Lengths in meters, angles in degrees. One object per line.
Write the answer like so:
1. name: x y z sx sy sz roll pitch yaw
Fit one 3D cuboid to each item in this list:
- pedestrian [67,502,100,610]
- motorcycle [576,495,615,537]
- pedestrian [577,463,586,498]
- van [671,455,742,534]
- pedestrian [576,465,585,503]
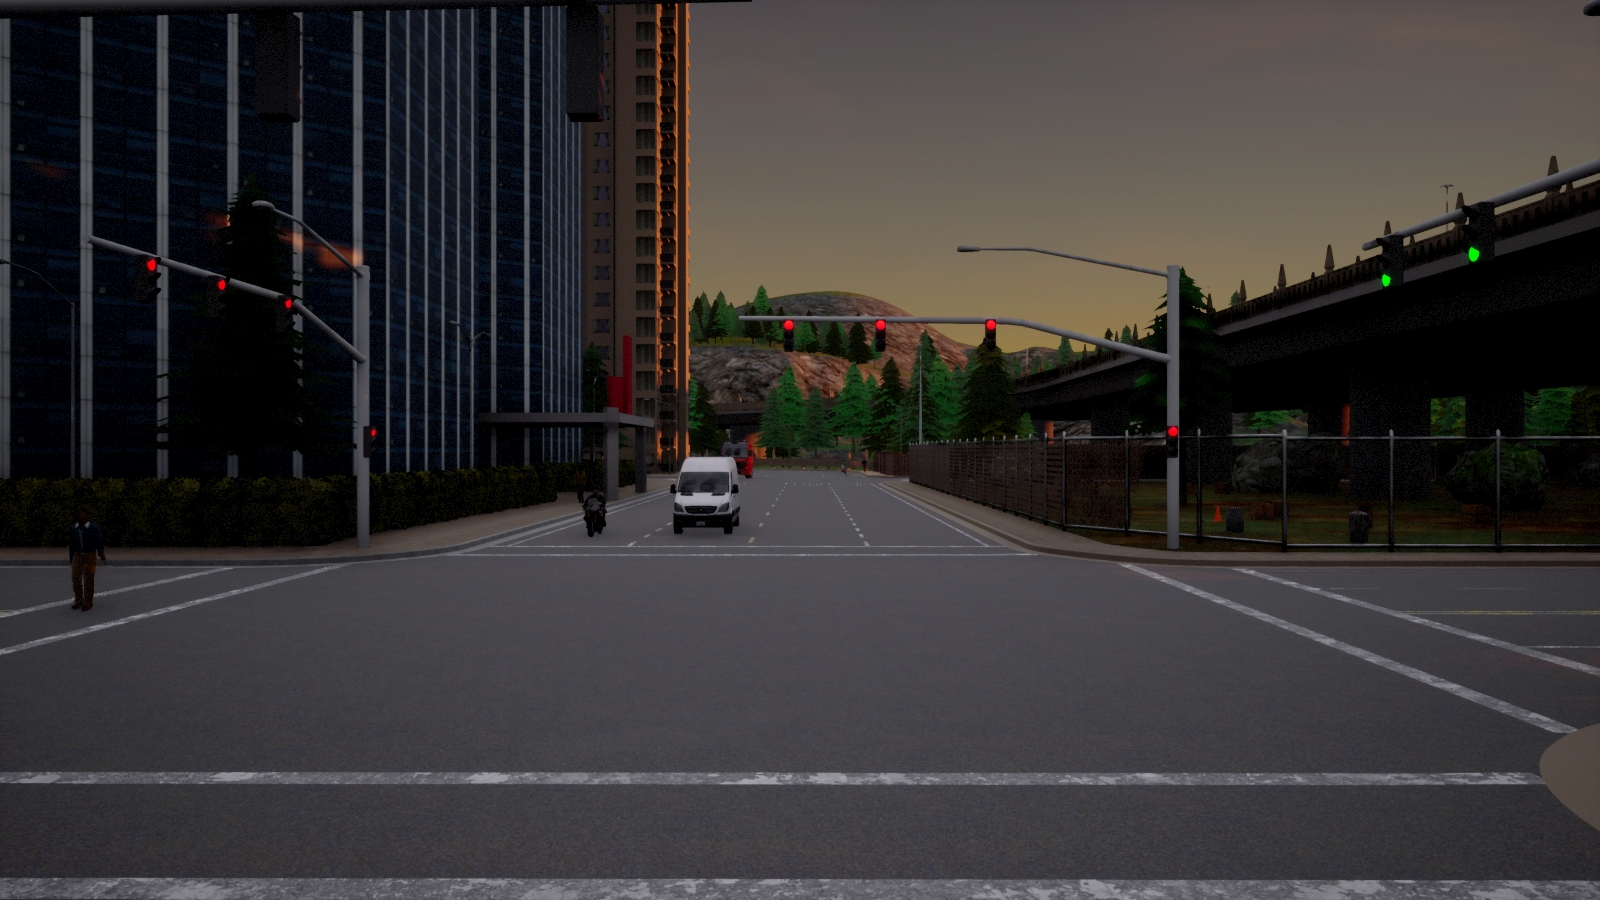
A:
1. pedestrian: -12.563 1.848 20.036 0.375 1.860 0.375 0 0 -8
2. motorcycle: -6.735 2.150 37.693 0.867 1.251 2.209 0 0 0
3. pedestrian: -11.650 1.641 60.886 0.375 1.860 0.375 0 0 -1
4. van: -3.226 1.479 40.346 1.988 2.561 5.915 0 0 0
5. pedestrian: -10.617 1.642 55.250 0.375 1.860 0.375 0 0 -2
